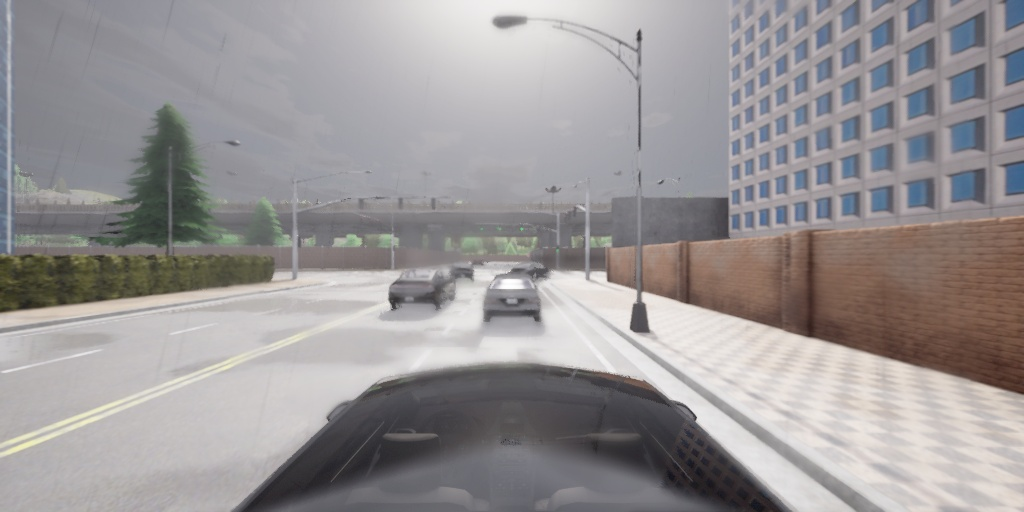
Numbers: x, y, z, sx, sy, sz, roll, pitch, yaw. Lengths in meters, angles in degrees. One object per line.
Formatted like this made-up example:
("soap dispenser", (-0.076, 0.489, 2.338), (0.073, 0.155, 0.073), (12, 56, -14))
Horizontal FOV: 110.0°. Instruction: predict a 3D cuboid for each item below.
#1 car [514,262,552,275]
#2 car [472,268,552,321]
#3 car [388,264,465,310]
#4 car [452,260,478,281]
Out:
("car", (1.623, 1.255, 29.140), (1.837, 1.490, 4.892), (-1, 0, 29))
("car", (0.029, 1.304, 12.408), (2.033, 1.411, 5.357), (0, 0, 0))
("car", (-3.451, 1.250, 14.564), (2.128, 1.511, 4.902), (0, 0, 0))
("car", (-4.229, 1.256, 29.472), (1.837, 1.490, 4.892), (0, 1, -13))
